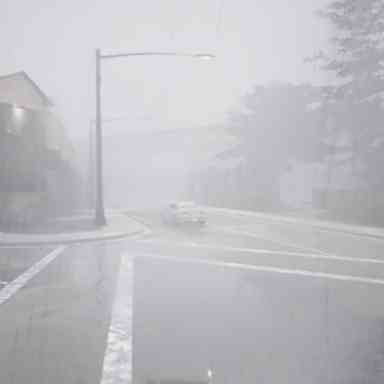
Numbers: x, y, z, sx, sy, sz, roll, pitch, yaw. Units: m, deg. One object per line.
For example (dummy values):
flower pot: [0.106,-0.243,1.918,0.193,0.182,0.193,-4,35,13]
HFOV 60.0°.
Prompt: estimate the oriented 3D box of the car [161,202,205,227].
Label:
car: [-0.615,1.342,21.090,1.812,1.442,4.674,-1,1,-19]
